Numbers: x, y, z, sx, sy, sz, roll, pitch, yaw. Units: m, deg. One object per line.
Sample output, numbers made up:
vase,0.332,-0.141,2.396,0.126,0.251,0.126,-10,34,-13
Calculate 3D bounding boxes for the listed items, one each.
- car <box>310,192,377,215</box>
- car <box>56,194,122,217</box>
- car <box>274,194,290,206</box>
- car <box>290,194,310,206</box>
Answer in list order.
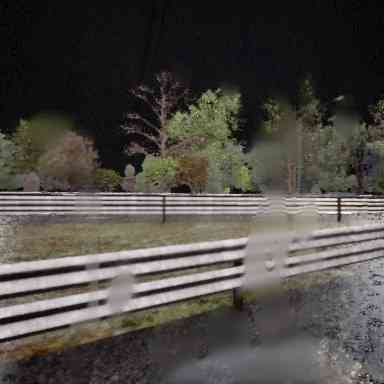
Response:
car,11.876,0.833,25.564,4.553,1.767,2.097,1,0,-13
car,-6.474,0.820,21.272,4.181,1.385,1.994,1,0,-13
car,10.376,0.962,32.404,4.892,1.490,1.837,1,0,-13
car,11.151,1.035,28.991,4.181,1.385,1.994,1,0,-13
